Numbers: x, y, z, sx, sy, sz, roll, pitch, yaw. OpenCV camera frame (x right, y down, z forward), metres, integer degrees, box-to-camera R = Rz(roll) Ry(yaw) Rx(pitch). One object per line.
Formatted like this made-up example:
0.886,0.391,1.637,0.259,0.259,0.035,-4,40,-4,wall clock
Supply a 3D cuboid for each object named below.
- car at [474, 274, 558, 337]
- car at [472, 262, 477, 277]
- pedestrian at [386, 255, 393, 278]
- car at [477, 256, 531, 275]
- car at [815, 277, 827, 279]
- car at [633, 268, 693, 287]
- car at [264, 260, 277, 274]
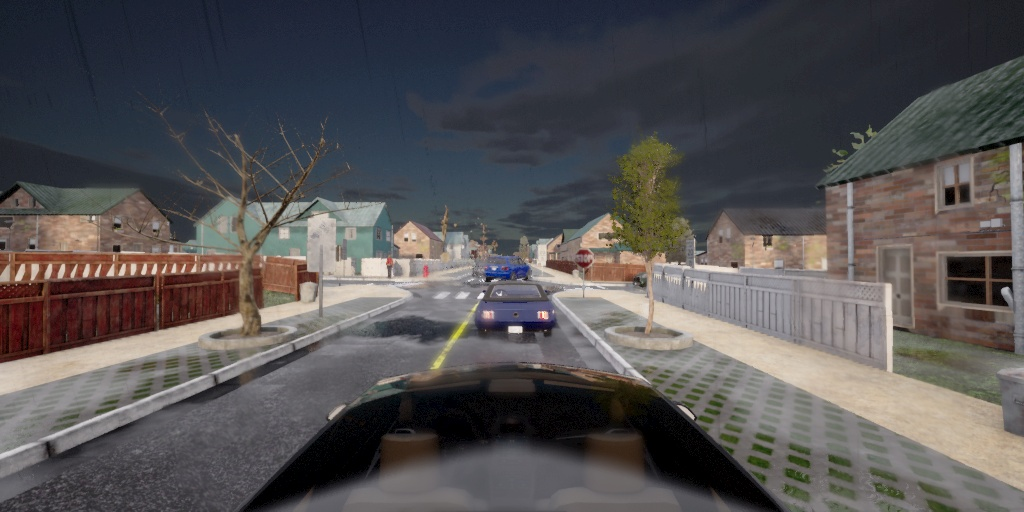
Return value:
0.085,1.355,10.220,1.895,1.301,4.718,0,0,0,car
-2.902,1.283,35.856,2.128,1.511,4.902,0,0,0,car
-9.671,0.796,28.248,0.375,1.860,0.375,0,-2,0,pedestrian
-0.286,1.039,28.544,2.150,2.045,5.566,2,1,23,car
20.527,1.851,25.369,4.181,1.385,1.994,1,-1,0,car
10.969,1.422,25.332,4.553,1.767,2.097,1,-1,-1,car
-16.064,0.919,22.375,4.892,1.490,1.837,1,-1,0,car
